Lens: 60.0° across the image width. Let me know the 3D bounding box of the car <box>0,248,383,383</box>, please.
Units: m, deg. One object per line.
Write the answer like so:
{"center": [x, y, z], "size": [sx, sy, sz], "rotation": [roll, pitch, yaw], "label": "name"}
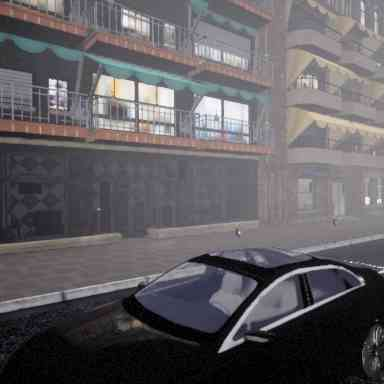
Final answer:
{"center": [0.542, 1.491, 3.814], "size": [4.902, 1.511, 2.128], "rotation": [0, 0, -39], "label": "car"}
